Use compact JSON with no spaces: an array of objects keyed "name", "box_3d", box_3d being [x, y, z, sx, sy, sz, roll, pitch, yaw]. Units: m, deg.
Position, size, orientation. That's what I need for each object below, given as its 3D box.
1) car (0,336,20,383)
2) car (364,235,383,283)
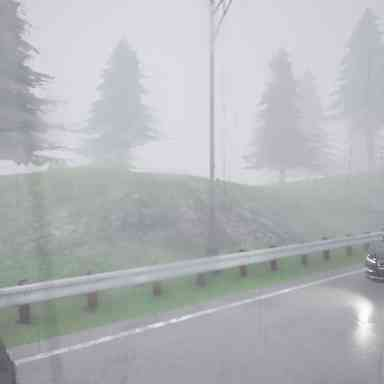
[{"name":"car","box_3d":[-3.186,1.567,1.703,4.181,1.385,1.994,0,0,-35]},{"name":"car","box_3d":[6.294,1.489,8.371,4.892,1.490,1.837,0,0,-34]}]
